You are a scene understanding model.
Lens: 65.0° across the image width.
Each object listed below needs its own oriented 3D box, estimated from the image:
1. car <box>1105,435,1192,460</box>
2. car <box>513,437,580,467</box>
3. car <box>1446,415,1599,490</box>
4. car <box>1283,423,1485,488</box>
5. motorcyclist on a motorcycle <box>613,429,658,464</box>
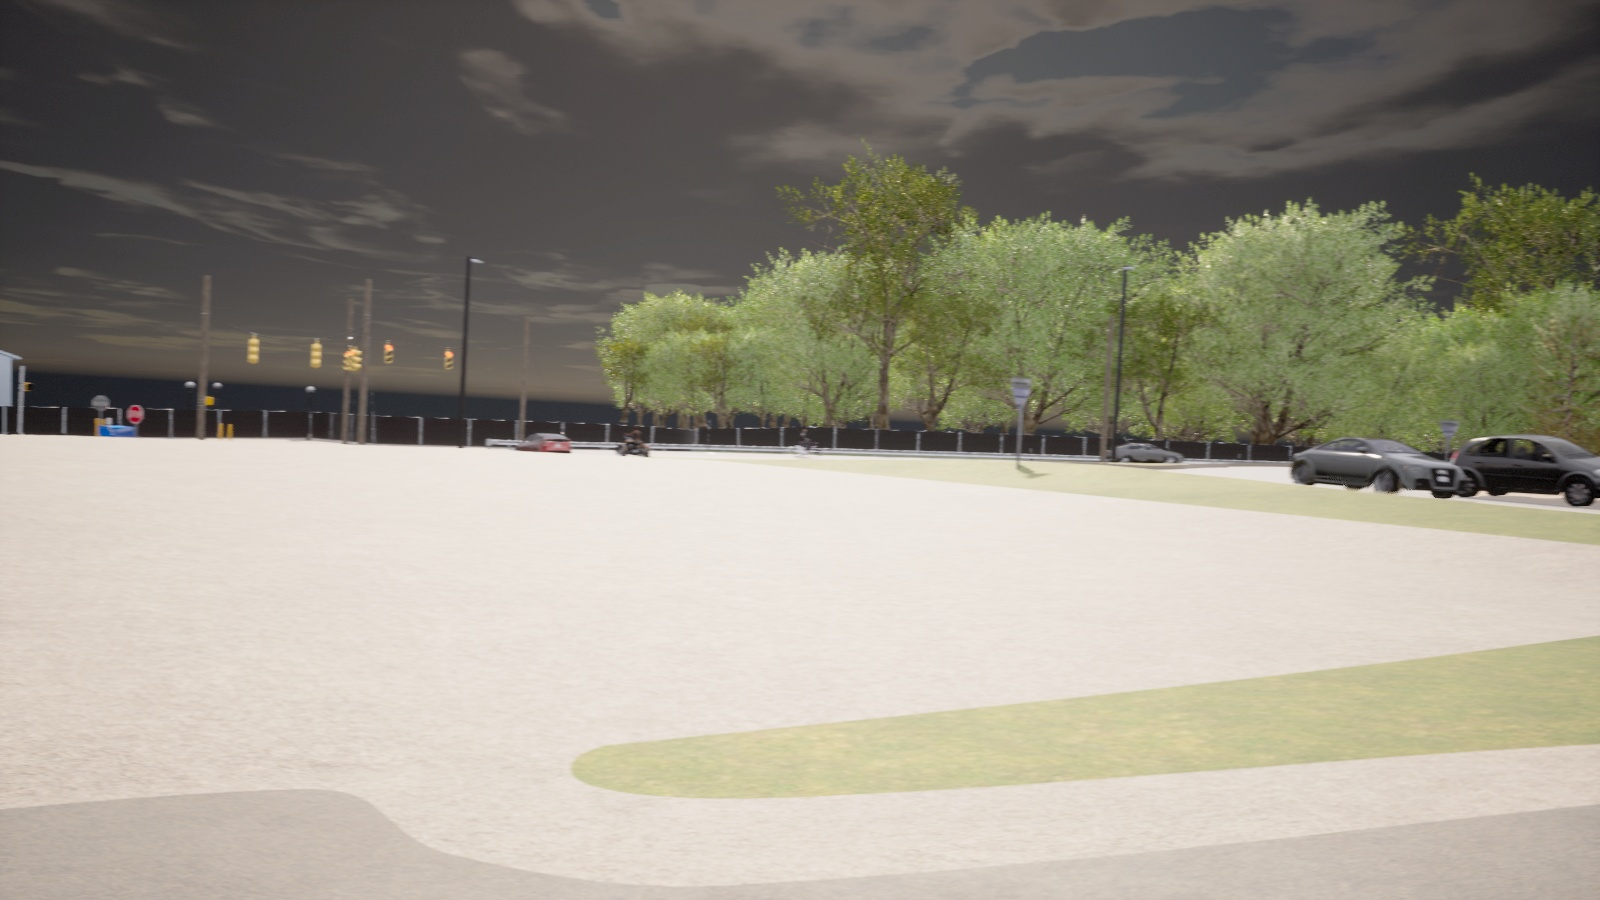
[{"bbox_3d":[22.050,-0.174,79.602,4.902,1.511,2.128,0,2,-1],"label":"car"},{"bbox_3d":[-13.605,0.116,67.191,2.007,1.525,4.514,1,-1,-33],"label":"car"},{"bbox_3d":[18.319,0.012,30.797,1.851,1.617,3.988,-5,4,-33],"label":"car"},{"bbox_3d":[14.142,0.094,30.675,1.994,1.385,4.181,1,2,-22],"label":"car"},{"bbox_3d":[-7.896,-0.176,60.248,2.350,1.649,0.766,0,0,41],"label":"motorcyclist on a motorcycle"}]
